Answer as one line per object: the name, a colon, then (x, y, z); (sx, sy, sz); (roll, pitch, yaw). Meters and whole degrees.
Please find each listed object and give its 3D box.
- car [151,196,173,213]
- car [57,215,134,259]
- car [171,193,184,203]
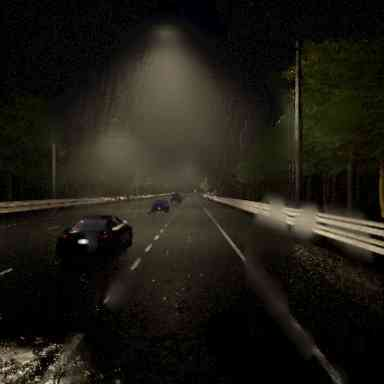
car: (-3.498, 1.551, 37.855); (1.812, 1.442, 4.674); (0, 0, 0)
car: (-3.500, 1.569, 12.718); (1.994, 1.385, 4.181); (0, 0, 0)
car: (-3.497, 1.316, 73.925); (2.150, 2.045, 5.566); (0, 0, 0)
